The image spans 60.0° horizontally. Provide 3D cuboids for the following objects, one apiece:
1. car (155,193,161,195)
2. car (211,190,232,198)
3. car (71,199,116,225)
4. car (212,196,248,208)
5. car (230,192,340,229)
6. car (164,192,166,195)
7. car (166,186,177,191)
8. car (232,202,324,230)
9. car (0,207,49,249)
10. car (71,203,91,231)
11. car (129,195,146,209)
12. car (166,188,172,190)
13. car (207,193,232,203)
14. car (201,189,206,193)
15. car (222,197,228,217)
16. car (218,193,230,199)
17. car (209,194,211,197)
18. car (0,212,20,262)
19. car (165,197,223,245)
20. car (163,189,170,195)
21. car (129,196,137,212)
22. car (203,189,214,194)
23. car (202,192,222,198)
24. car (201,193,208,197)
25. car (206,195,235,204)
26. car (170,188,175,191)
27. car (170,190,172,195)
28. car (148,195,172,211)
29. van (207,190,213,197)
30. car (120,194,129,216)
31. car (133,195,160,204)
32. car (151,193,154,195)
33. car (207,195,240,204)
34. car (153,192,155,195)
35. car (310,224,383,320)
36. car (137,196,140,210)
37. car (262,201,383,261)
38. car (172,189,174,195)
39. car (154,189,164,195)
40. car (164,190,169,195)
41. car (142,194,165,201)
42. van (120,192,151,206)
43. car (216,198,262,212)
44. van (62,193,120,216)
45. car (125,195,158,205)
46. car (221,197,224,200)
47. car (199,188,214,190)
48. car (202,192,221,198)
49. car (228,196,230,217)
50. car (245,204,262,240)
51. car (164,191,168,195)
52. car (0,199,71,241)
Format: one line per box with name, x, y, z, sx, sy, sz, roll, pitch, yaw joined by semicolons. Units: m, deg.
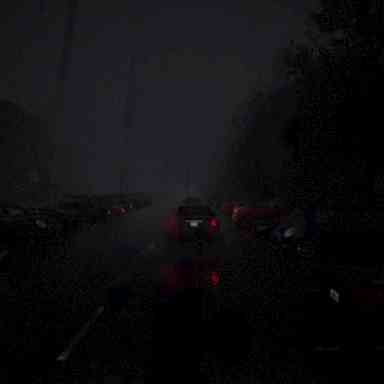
car;-7.846;1.282;50.649;5.366;1.575;1.946;0;0;0
car;5.018;1.113;33.972;5.566;2.045;2.435;0;0;0
car;-8.065;1.440;22.816;4.792;1.488;2.163;0;0;0
car;5.050;1.352;45.114;4.674;1.452;2.002;0;0;0
car;5.015;1.178;17.262;5.566;2.045;2.435;0;0;0
car;-8.034;1.196;64.571;5.008;1.535;2.097;0;1;0
car;-7.996;0.085;95.206;5.566;2.045;2.435;0;3;0
car;5.048;1.419;20.050;5.008;1.535;2.097;0;0;0
car;-8.031;1.449;11.682;4.892;1.521;2.231;0;0;0
car;-8.034;1.470;17.249;4.674;1.452;2.002;0;0;0
car;-8.039;1.352;36.733;5.008;1.535;2.097;0;0;0
car;-8.057;0.650;84.072;4.553;1.767;2.185;0;2;0
car;5.082;1.096;61.946;4.553;1.767;2.185;0;1;0
car;5.080;0.907;67.525;5.566;2.045;2.435;0;1;0
car;5.039;1.399;25.620;5.008;1.535;2.097;0;0;0
car;5.014;1.251;31.189;4.553;1.767;2.185;0;0;0
car;5.052;1.326;42.329;5.008;1.535;2.097;0;0;0
car;-7.853;1.452;8.899;5.366;1.575;1.946;0;0;0
car;0.095;1.307;15.372;2.097;1.767;4.553;0;0;0
car;-7.996;0.882;75.713;4.553;1.767;2.185;0;1;0
car;-8.220;1.374;31.166;5.366;1.575;1.946;0;0;0
car;5.021;1.018;53.467;5.566;2.045;2.435;0;0;0
car;5.049;0.769;84.255;5.008;1.535;2.097;0;2;0
car;0.097;1.250;30.665;2.097;1.767;4.553;0;0;0
car;5.045;1.241;59.162;5.008;1.535;2.097;0;0;0
car;-8.031;0.463;92.431;4.892;1.521;2.231;0;2;0
car;-8.056;0.891;81.290;4.792;1.488;2.163;0;2;0
car;-3.587;1.389;38.584;1.812;1.442;4.674;0;0;0
van;4.932;1.058;50.682;4.442;1.987;1.878;0;0;0
car;-8.066;1.263;28.382;4.553;1.767;2.185;0;0;0
car;-8.033;1.282;58.999;4.674;1.452;2.002;0;0;0
car;-8.026;1.314;45.083;4.892;1.521;2.231;0;0;0
car;5.235;1.252;56.254;5.366;1.575;1.946;0;0;0
car;-8.063;1.173;47.991;4.553;1.767;2.185;0;0;0
car;5.011;1.493;6.125;4.792;1.488;2.163;0;0;0
car;-8.032;1.405;33.949;4.674;1.452;2.002;0;0;0
car;5.074;1.321;11.693;4.553;1.767;2.185;0;0;0
car;-8.054;0.607;89.656;4.792;1.488;2.163;0;2;0
car;-8.002;1.005;56.214;5.566;2.045;2.435;0;0;0
car;-7.997;0.942;72.934;4.553;1.767;2.185;0;1;0
car;-8.026;1.158;70.150;4.674;1.452;2.002;0;1;0
van;-7.916;1.101;42.298;4.442;1.987;1.878;0;0;0
car;5.075;1.381;36.761;4.792;1.488;2.163;0;0;0
van;-8.153;1.174;25.661;4.442;1.987;1.878;0;0;0
car;-8.036;1.270;53.433;5.008;1.535;2.097;0;0;0
car;5.048;1.428;28.404;4.674;1.452;2.002;0;0;0
car;5.241;0.456;92.486;5.366;1.575;1.946;0;3;0
car;5.049;0.673;87.044;5.008;1.535;2.097;0;2;0
car;5.012;1.284;22.835;4.553;1.767;2.185;0;0;0
car;5.049;1.440;14.480;4.892;1.521;2.231;0;0;0
car;-8.035;1.161;67.361;5.008;1.535;2.097;0;1;0
car;-8.068;1.314;14.466;4.553;1.767;2.185;0;0;0
